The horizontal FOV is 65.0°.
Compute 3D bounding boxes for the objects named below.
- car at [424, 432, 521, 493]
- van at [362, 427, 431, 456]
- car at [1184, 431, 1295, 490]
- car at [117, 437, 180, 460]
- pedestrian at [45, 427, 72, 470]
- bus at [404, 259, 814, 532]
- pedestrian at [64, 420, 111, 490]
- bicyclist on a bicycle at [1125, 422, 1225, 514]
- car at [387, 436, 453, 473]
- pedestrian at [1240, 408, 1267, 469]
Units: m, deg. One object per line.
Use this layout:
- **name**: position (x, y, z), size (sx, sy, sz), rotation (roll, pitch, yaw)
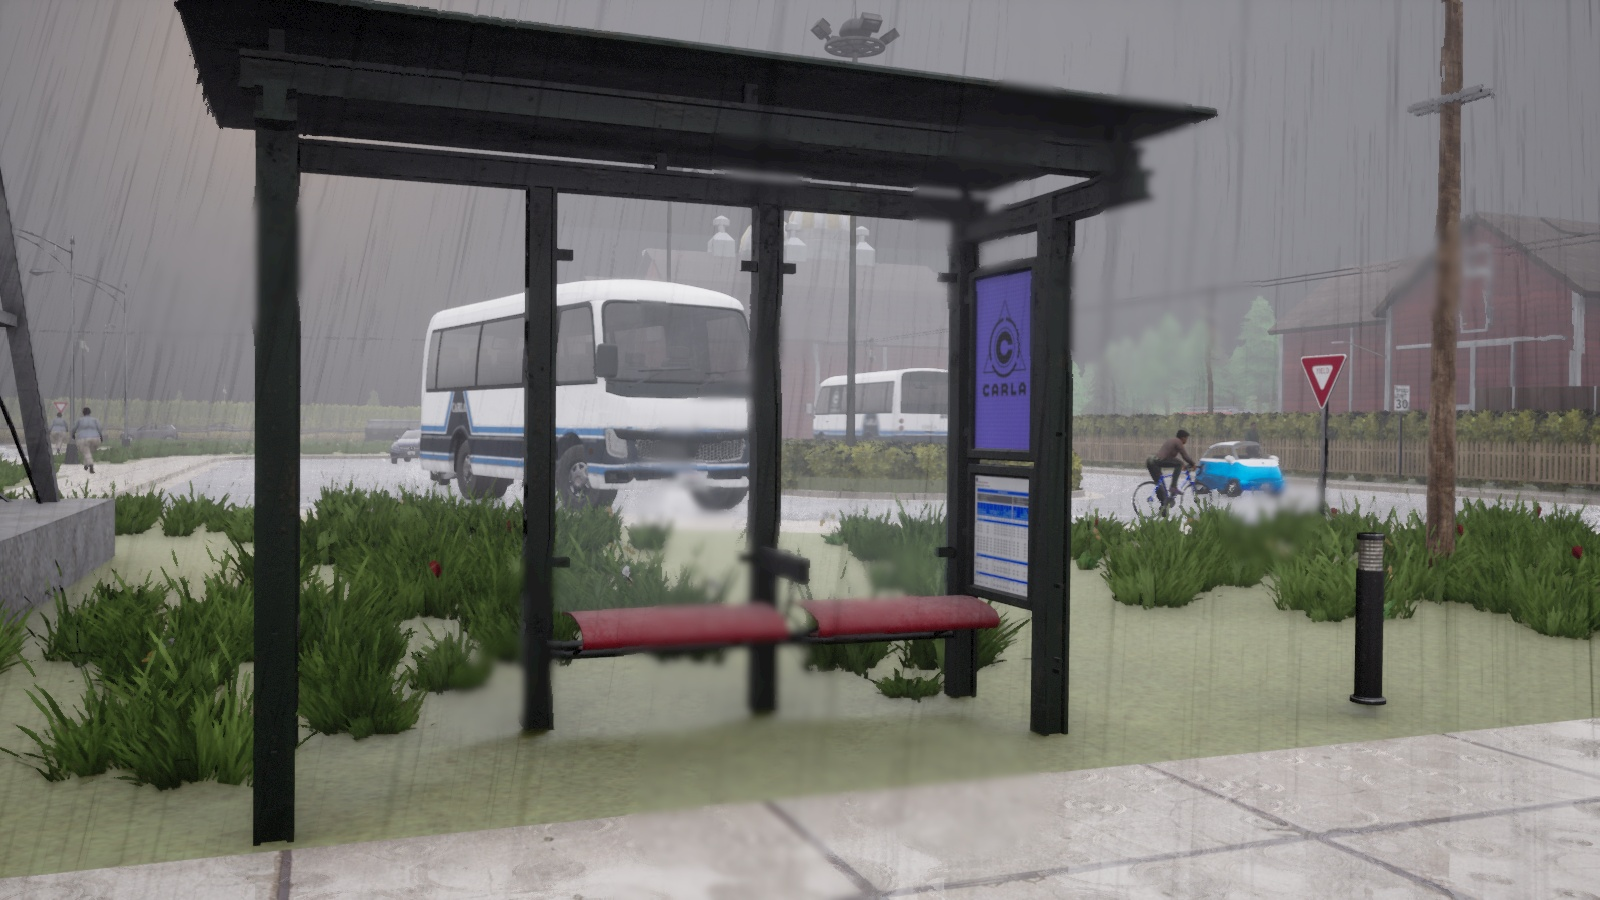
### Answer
- **car**: position (-8.932, 0.288, 34.016), size (2.007, 1.525, 4.514), rotation (-1, 1, -21)
- **van**: position (-28.714, -0.592, 89.387), size (4.442, 1.987, 1.775), rotation (-1, 1, -24)
- **car**: position (10.782, 0.233, 30.913), size (1.481, 1.376, 2.207), rotation (-1, 0, -21)
- **car**: position (-44.951, -0.113, 86.722), size (3.633, 1.501, 1.845), rotation (-1, 1, -21)
- **pedestrian**: position (-32.401, -0.090, 54.905), size (0.874, 1.855, 0.900), rotation (-1, 1, -23)
- **bus**: position (-4.298, -0.938, 24.918), size (3.944, 4.253, 10.273), rotation (-1, 1, -34)
- **pedestrian**: position (-19.299, 0.114, 34.019), size (0.874, 1.855, 0.900), rotation (-1, 1, -43)
- **bicyclist on a bicycle**: position (6.778, 0.308, 22.710), size (1.656, 1.620, 0.582), rotation (0, 1, -15)
- **car**: position (-15.550, 0.152, 51.620), size (1.812, 1.442, 4.674), rotation (-1, 1, -7)
- **pedestrian**: position (14.825, -0.374, 41.036), size (0.423, 1.949, 0.788), rotation (-1, 1, -20)
